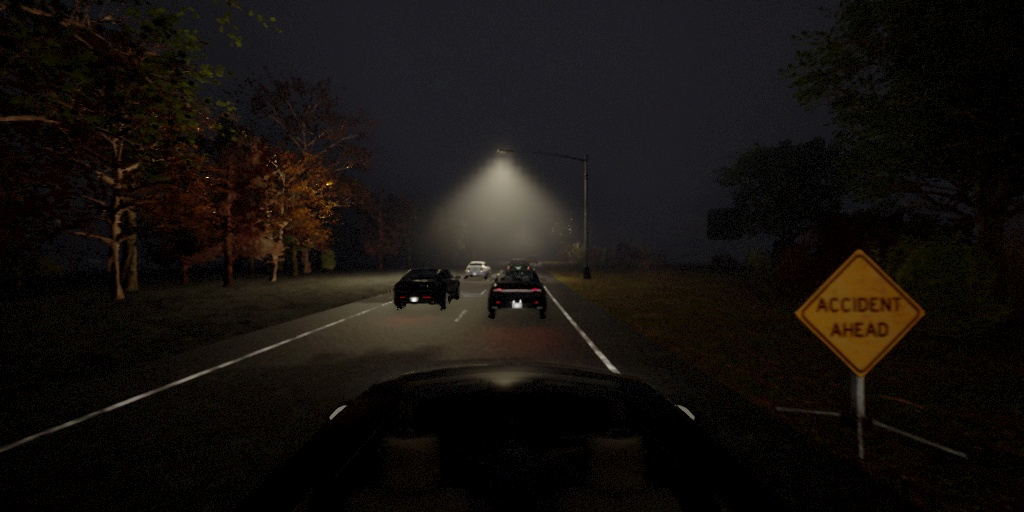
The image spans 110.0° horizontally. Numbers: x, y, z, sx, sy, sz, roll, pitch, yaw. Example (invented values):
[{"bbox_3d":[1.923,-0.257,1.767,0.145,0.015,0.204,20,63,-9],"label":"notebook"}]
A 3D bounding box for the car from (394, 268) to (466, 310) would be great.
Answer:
[{"bbox_3d":[-3.284,1.217,14.598,1.837,1.490,4.892,0,0,1],"label":"car"}]

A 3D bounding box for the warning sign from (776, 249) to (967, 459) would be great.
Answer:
[{"bbox_3d":[3.553,0.861,3.682,1.300,1.860,1.060,0,0,0],"label":"warning sign"}]

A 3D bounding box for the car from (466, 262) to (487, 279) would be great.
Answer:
[{"bbox_3d":[-2.888,1.190,30.845,1.812,1.442,4.674,0,0,2],"label":"car"}]

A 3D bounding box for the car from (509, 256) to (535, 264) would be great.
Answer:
[{"bbox_3d":[0.571,1.020,29.523,2.097,1.767,4.553,0,0,2],"label":"car"}]

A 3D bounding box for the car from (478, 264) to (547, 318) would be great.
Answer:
[{"bbox_3d":[0.189,1.210,12.857,2.128,1.511,4.902,0,0,1],"label":"car"}]
